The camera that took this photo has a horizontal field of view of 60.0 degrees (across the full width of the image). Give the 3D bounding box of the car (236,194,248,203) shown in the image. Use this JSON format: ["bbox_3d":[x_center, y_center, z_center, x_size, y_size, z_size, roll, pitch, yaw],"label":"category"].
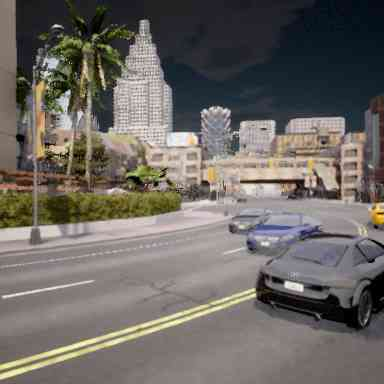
[{"bbox_3d":[11.816,1.670,77.099,2.097,1.535,5.008,-1,0,8],"label":"car"}]

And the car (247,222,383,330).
[{"bbox_3d":[3.169,1.567,7.068,4.181,1.385,1.994,0,0,-44],"label":"car"}]

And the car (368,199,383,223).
[{"bbox_3d":[12.640,1.456,21.530,1.882,1.535,5.008,0,0,23],"label":"car"}]

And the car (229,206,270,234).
[{"bbox_3d":[3.743,1.569,19.380,1.812,1.442,4.674,0,0,30],"label":"car"}]

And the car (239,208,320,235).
[{"bbox_3d":[3.927,1.546,13.447,1.812,1.442,4.674,0,0,36],"label":"car"}]
